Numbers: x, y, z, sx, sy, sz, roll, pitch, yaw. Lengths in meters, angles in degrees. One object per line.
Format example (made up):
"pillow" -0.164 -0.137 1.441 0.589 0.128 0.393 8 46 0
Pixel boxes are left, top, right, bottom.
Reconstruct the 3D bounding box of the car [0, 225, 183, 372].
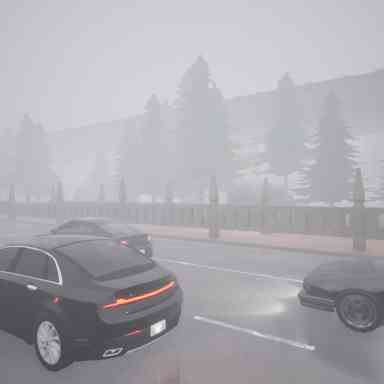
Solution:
"car" -2.411 1.505 5.707 4.892 1.490 1.837 0 0 35

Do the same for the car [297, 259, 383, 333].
"car" 4.510 1.547 5.075 5.357 1.411 2.033 0 0 35

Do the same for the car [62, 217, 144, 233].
"car" -3.305 1.526 10.637 4.674 1.442 1.812 0 0 35
